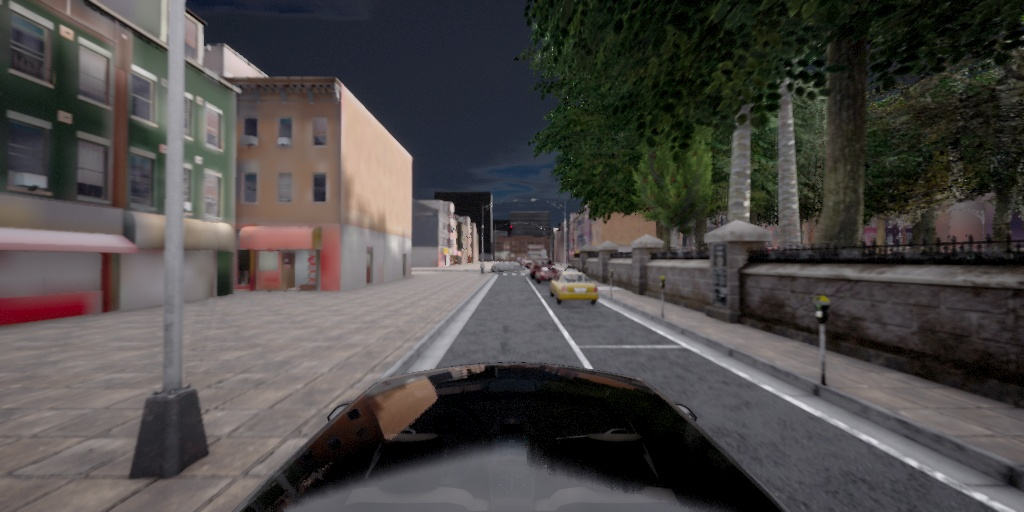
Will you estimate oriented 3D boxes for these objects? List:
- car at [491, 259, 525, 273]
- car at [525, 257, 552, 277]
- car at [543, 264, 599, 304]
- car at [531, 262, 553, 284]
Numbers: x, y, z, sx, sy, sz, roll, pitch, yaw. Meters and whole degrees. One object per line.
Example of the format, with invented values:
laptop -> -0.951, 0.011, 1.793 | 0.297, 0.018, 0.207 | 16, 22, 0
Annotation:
car -> -0.475, 1.376, 44.066 | 4.181, 1.385, 1.994 | 0, 0, 0
car -> 2.636, 1.084, 32.360 | 2.192, 1.841, 5.009 | 0, 0, 0
car -> 2.637, 1.278, 16.182 | 1.751, 1.417, 4.829 | 0, 0, 0
car -> 2.636, 1.344, 26.911 | 1.802, 1.307, 4.207 | 0, 0, 0
